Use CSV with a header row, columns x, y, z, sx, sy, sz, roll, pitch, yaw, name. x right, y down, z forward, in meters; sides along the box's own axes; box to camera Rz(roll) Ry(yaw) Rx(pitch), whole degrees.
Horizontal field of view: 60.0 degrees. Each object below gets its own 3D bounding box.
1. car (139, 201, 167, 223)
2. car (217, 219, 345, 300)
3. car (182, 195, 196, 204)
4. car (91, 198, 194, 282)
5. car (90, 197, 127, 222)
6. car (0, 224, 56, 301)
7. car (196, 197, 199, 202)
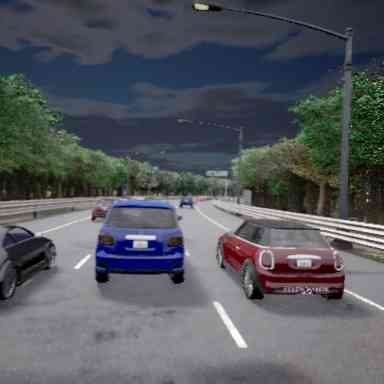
x,y,z,sx,sy,sz,roll,pitch,yaw,name
-3.192,1.604,28.060,2.128,1.511,4.902,2,0,-4,car
2.074,1.511,9.027,2.097,1.767,4.553,2,0,-7,car
-0.902,1.653,57.089,2.150,2.045,5.566,2,0,0,car
-1.447,1.251,9.955,2.150,2.045,5.566,2,0,-7,car
-6.593,1.321,26.774,2.097,1.767,4.553,2,0,-5,car
-4.729,1.448,7.948,1.994,1.385,4.181,2,0,-7,car
-0.138,1.879,82.515,2.150,2.045,5.566,2,0,4,car
